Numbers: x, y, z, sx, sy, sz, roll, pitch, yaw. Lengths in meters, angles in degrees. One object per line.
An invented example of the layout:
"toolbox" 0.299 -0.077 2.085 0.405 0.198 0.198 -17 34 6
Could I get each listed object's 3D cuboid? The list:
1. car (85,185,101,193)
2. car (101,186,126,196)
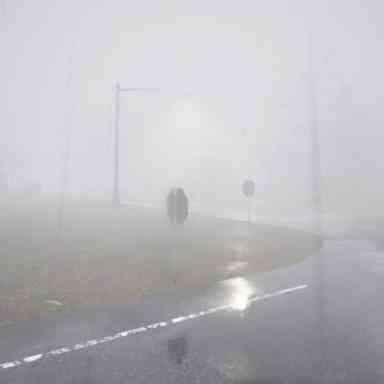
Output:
"car" -17.753 -0.564 59.793 1.882 1.535 5.008 0 2 -36
"car" -11.919 -0.241 51.668 1.882 1.535 5.008 0 2 -36
